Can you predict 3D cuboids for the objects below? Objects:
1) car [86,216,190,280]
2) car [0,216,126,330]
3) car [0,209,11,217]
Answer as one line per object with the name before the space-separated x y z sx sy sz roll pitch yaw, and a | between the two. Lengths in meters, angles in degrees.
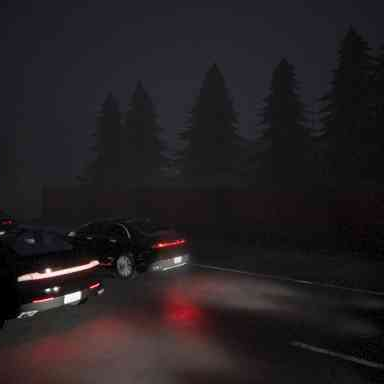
car | -2.331 1.505 9.984 4.892 1.490 1.837 0 0 36
car | -3.899 1.492 6.799 4.902 1.511 2.128 0 0 36
car | -9.971 1.505 15.473 4.892 1.490 1.837 0 0 36
